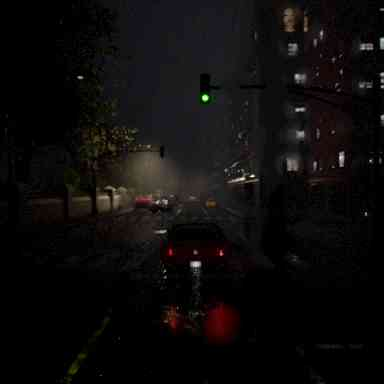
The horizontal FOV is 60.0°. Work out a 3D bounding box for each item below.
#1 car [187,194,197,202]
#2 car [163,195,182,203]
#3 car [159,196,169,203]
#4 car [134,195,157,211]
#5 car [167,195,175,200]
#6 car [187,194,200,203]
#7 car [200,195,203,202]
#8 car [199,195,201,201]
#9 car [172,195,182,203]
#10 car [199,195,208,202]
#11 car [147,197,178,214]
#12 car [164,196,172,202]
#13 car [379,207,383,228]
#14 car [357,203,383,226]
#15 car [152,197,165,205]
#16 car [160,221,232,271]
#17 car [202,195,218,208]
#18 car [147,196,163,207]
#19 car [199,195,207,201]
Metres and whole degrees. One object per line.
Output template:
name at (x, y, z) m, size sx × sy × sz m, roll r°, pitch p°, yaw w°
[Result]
car at (0.022, 1.244, 76.028) m, size 2.097 × 1.767 × 4.553 m, roll 0°, pitch 0°, yaw 0°
car at (-3.061, 1.467, 50.058) m, size 2.128 × 1.511 × 4.902 m, roll 0°, pitch 0°, yaw 0°
car at (-5.674, 1.557, 67.998) m, size 1.802 × 1.307 × 4.206 m, roll 0°, pitch 0°, yaw 0°
car at (-5.682, 1.291, 40.322) m, size 2.192 × 1.841 × 5.009 m, roll 0°, pitch 0°, yaw 0°
car at (-5.668, 1.506, 89.969) m, size 1.752 × 1.417 × 4.829 m, roll 0°, pitch 0°, yaw 0°
car at (0.020, 1.576, 66.077) m, size 1.895 × 1.301 × 4.718 m, roll 0°, pitch 0°, yaw 0°
car at (2.702, 1.520, 51.391) m, size 1.887 × 1.381 × 4.507 m, roll 0°, pitch 0°, yaw 0°
car at (2.703, 1.526, 56.927) m, size 2.008 × 1.369 × 4.403 m, roll 0°, pitch 0°, yaw 0°
car at (-2.996, 1.462, 66.395) m, size 1.837 × 1.490 × 4.892 m, roll 0°, pitch 0°, yaw 0°
car at (2.709, 1.522, 79.067) m, size 1.887 × 1.381 × 4.507 m, roll 0°, pitch 0°, yaw 0°
car at (-3.057, 1.525, 35.818) m, size 2.033 × 1.411 × 5.357 m, roll 0°, pitch 0°, yaw 4°
car at (-5.671, 1.559, 79.069) m, size 1.802 × 1.307 × 4.206 m, roll 0°, pitch 0°, yaw 0°
car at (14.927, 1.875, 21.139) m, size 4.718 × 1.301 × 1.895 m, roll 1°, pitch 0°, yaw 0°
car at (14.622, 1.571, 23.744) m, size 5.009 × 1.841 × 2.192 m, roll 1°, pitch -1°, yaw 0°
car at (-5.677, 1.520, 56.928) m, size 1.887 × 1.381 × 4.507 m, roll 0°, pitch 0°, yaw 0°
car at (0.103, 1.592, 10.876) m, size 1.895 × 1.301 × 4.718 m, roll 0°, pitch 0°, yaw 0°
car at (2.700, 1.501, 46.026) m, size 1.752 × 1.417 × 4.829 m, roll 0°, pitch 0°, yaw 0°
car at (-5.679, 1.415, 51.393) m, size 1.967 × 1.590 × 4.097 m, roll 0°, pitch 0°, yaw 0°
car at (2.711, 1.523, 84.602) m, size 1.887 × 1.381 × 4.507 m, roll 0°, pitch 0°, yaw 0°
